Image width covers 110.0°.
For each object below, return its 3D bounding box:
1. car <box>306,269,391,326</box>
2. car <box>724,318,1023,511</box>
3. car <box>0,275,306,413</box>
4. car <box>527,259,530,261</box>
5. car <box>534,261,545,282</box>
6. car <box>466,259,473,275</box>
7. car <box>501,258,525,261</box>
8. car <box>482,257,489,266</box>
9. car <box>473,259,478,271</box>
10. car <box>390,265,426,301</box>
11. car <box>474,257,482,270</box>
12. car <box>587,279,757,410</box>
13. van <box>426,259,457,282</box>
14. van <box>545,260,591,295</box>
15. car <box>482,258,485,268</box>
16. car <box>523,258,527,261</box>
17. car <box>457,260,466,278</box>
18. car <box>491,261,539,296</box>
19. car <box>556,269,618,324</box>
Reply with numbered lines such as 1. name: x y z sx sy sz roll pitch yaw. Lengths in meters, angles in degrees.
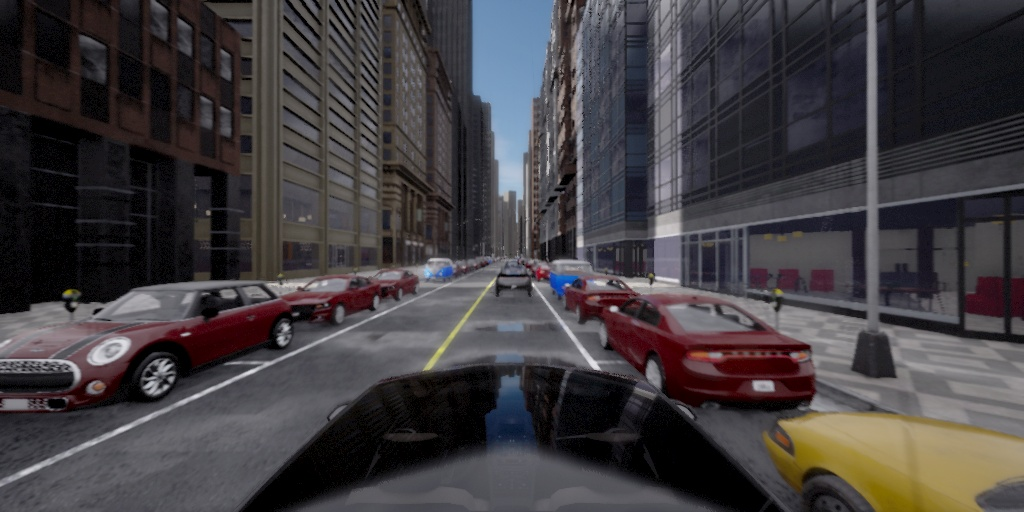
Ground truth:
1. car: -5.764 1.302 11.761 1.888 1.381 4.507 0 0 0
2. car: 2.765 1.273 0.739 1.751 1.417 4.829 0 0 0
3. car: -5.762 1.195 6.160 1.967 1.591 4.097 0 0 0
4. car: 2.752 1.198 34.182 1.967 1.591 4.097 0 0 0
5. car: 2.754 1.302 28.581 1.888 1.381 4.507 0 0 0
6. car: -5.776 1.206 39.771 1.967 1.591 4.097 0 0 0
7. car: 0.084 1.266 37.266 1.837 1.490 4.892 0 0 0
8. car: -5.785 1.089 62.178 2.192 1.841 5.009 0 0 0
9. car: -5.778 1.334 45.372 1.948 1.339 4.313 0 0 0
10. car: -5.767 1.304 17.364 1.888 1.381 4.507 0 0 0
11. car: -5.780 1.210 50.974 1.967 1.591 4.097 0 0 0
12. car: 2.763 1.295 6.172 1.888 1.381 4.507 0 0 0
13. van: -5.771 1.103 28.568 1.690 1.789 3.998 0 0 0
14. van: 2.759 1.094 17.376 1.690 1.789 3.998 0 0 0
15. car: -5.783 1.338 56.576 1.948 1.339 4.313 0 0 0
16. car: 2.745 1.310 50.989 1.888 1.381 4.507 0 0 0
17. car: -5.774 1.346 34.169 1.802 1.307 4.207 0 0 0
18. car: 0.089 1.249 19.390 2.128 1.511 4.902 0 0 0
19. car: 2.761 1.296 11.774 1.888 1.381 4.507 0 0 0
